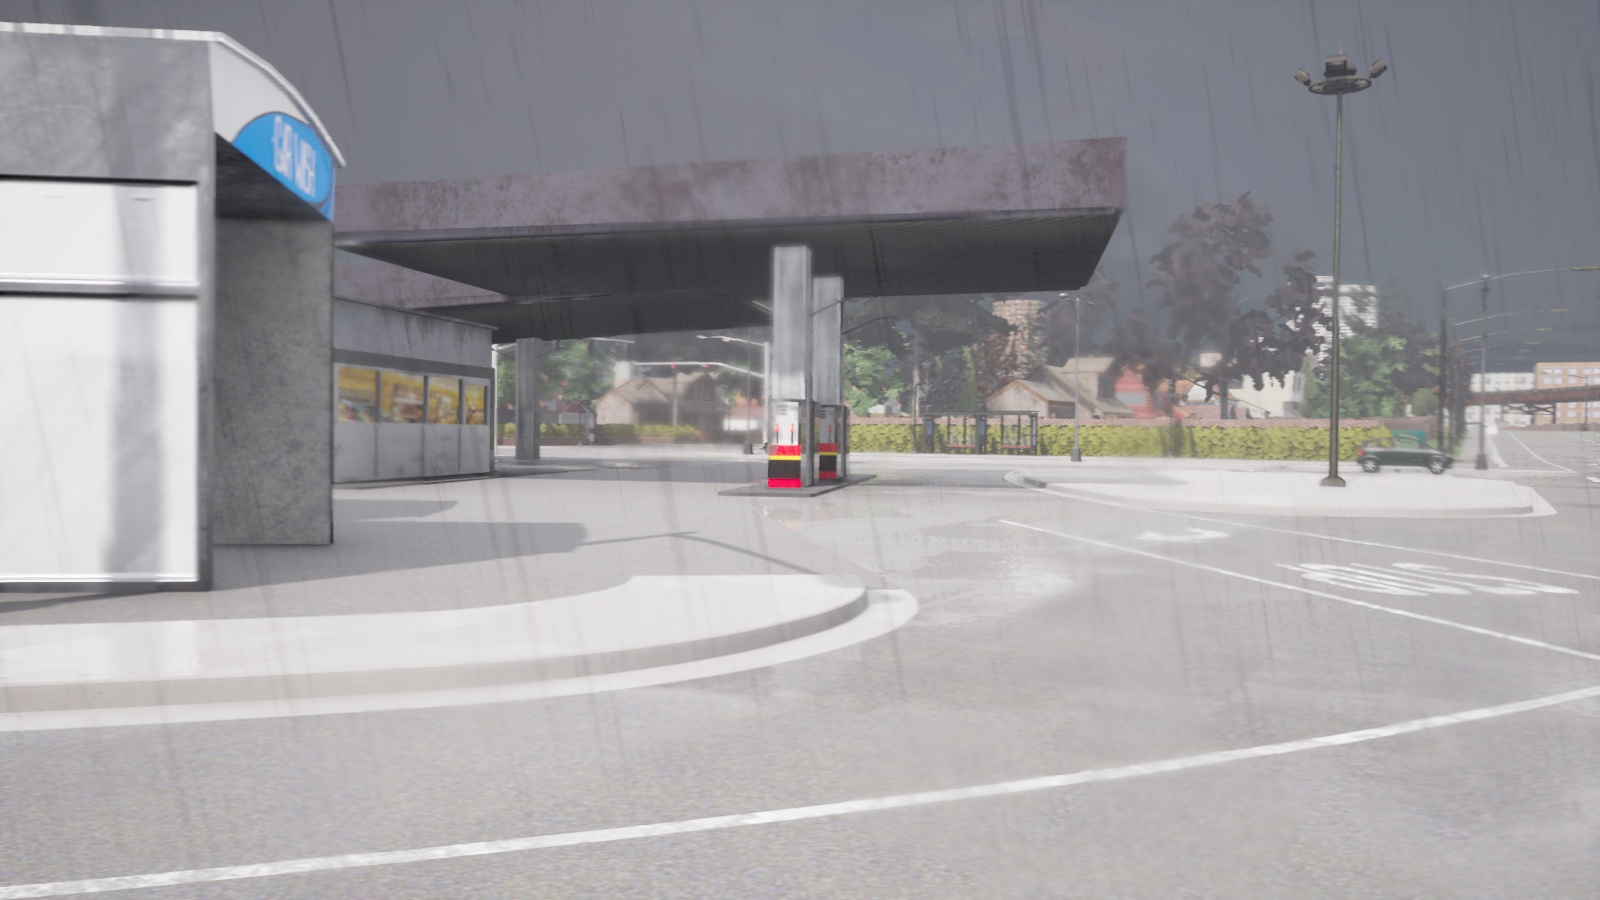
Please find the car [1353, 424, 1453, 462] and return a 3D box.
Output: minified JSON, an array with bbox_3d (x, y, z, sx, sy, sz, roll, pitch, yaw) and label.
[{"bbox_3d":[25.419,-0.305,52.932,3.705,1.549,1.789,0,1,28],"label":"car"}]
